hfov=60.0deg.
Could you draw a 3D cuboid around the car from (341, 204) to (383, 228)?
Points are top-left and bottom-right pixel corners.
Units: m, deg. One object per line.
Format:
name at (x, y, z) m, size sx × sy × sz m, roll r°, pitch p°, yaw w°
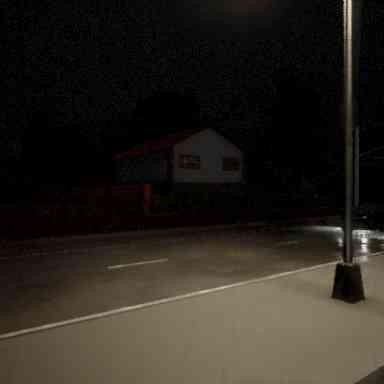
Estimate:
car at (11.863, 1.521, 22.167) m, size 4.674 × 1.442 × 1.812 m, roll 0°, pitch 0°, yaw -35°
